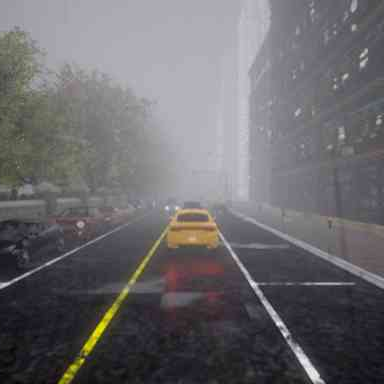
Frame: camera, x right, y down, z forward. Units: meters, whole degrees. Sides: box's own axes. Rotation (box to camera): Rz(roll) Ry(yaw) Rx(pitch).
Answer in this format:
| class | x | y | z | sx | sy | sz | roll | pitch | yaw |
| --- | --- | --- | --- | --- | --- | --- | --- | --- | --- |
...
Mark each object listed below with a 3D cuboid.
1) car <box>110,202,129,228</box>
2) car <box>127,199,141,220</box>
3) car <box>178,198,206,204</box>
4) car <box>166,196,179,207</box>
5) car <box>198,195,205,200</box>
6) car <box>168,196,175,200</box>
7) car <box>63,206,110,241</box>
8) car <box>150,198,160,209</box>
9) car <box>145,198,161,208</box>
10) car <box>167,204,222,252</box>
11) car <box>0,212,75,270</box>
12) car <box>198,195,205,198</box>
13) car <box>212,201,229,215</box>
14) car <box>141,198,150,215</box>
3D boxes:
| class | x | y | z | sx | sy | sz | roll | pitch | yaw |
| --- | --- | --- | --- | --- | --- | --- | --- | --- | --- |
| car | -5.699 | 1.588 | 22.096 | 1.802 | 1.307 | 4.206 | 0 | 0 | 0 |
| car | -5.702 | 1.534 | 27.464 | 1.752 | 1.417 | 4.829 | 0 | 0 | 0 |
| car | 0.029 | 1.516 | 27.909 | 1.837 | 1.490 | 4.892 | 0 | 0 | 0 |
| car | -3.074 | 1.533 | 52.680 | 1.837 | 1.490 | 4.892 | 0 | 0 | 1 |
| car | 2.645 | 1.645 | 93.344 | 1.947 | 1.339 | 4.313 | 0 | 0 | 0 |
| car | -5.736 | 1.661 | 93.340 | 1.802 | 1.307 | 4.206 | 0 | 0 | 0 |
| car | -5.696 | 1.444 | 16.557 | 1.967 | 1.590 | 4.097 | 0 | 0 | 0 |
| car | -5.788 | 1.570 | 44.249 | 2.008 | 1.369 | 4.403 | 0 | 0 | 0 |
| car | -5.843 | 1.569 | 49.789 | 1.887 | 1.381 | 4.507 | 0 | 0 | 0 |
| car | 0.046 | 1.481 | 14.028 | 1.882 | 1.535 | 5.008 | 0 | 0 | 0 |
| car | -5.694 | 1.568 | 11.018 | 1.947 | 1.339 | 4.313 | 0 | 0 | 0 |
| car | 2.647 | 1.637 | 87.711 | 1.947 | 1.339 | 4.313 | 0 | 0 | 0 |
| car | 2.675 | 1.564 | 33.179 | 2.008 | 1.369 | 4.403 | 0 | 0 | 0 |
| car | -5.705 | 1.452 | 33.173 | 1.967 | 1.590 | 4.097 | 0 | 0 | 0 |
